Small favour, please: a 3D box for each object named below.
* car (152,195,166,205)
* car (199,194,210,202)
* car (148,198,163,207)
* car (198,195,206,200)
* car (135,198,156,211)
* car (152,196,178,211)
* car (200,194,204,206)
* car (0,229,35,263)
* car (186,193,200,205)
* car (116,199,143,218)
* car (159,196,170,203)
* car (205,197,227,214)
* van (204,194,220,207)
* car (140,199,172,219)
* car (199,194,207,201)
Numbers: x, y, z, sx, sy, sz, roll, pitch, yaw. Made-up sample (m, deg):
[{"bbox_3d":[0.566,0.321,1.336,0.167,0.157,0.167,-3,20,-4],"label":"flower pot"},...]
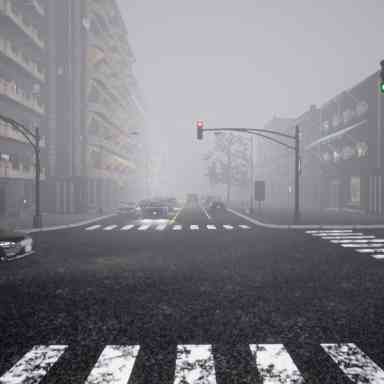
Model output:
[{"bbox_3d":[-5.677,1.417,57.819,1.967,1.590,4.097,0,0,0],"label":"car"},{"bbox_3d":[2.708,1.280,74.410,2.192,1.841,5.009,0,0,0],"label":"car"},{"bbox_3d":[-5.677,1.562,52.286,1.802,1.307,4.206,0,0,0],"label":"car"},{"bbox_3d":[2.715,1.496,91.010,1.887,1.381,4.507,0,0,0],"label":"car"},{"bbox_3d":[-5.680,1.531,41.218,1.887,1.381,4.507,0,0,0],"label":"car"},{"bbox_3d":[-3.087,1.535,38.659,2.033,1.411,5.357,0,0,0],"label":"car"},{"bbox_3d":[2.702,1.420,52.276,1.967,1.590,4.097,0,0,0],"label":"car"},{"bbox_3d":[-7.720,1.607,10.707,4.902,1.511,2.128,-1,1,-1],"label":"car"},{"bbox_3d":[0.117,1.198,59.018,2.150,2.045,5.566,0,0,0],"label":"car"},{"bbox_3d":[-5.684,1.542,30.151,2.008,1.369,4.403,0,0,0],"label":"car"},{"bbox_3d":[-5.672,1.551,68.886,1.802,1.307,4.206,0,0,0],"label":"car"},{"bbox_3d":[2.698,1.555,35.675,1.947,1.339,4.313,0,0,0],"label":"car"},{"bbox_3d":[2.698,1.327,41.208,1.690,1.788,3.998,0,0,0],"label":"van"},{"bbox_3d":[-3.100,1.556,29.311,1.994,1.385,4.181,0,0,-1],"label":"car"},{"bbox_3d":[2.712,1.396,85.476,1.967,1.590,4.097,0,0,0],"label":"car"}]
